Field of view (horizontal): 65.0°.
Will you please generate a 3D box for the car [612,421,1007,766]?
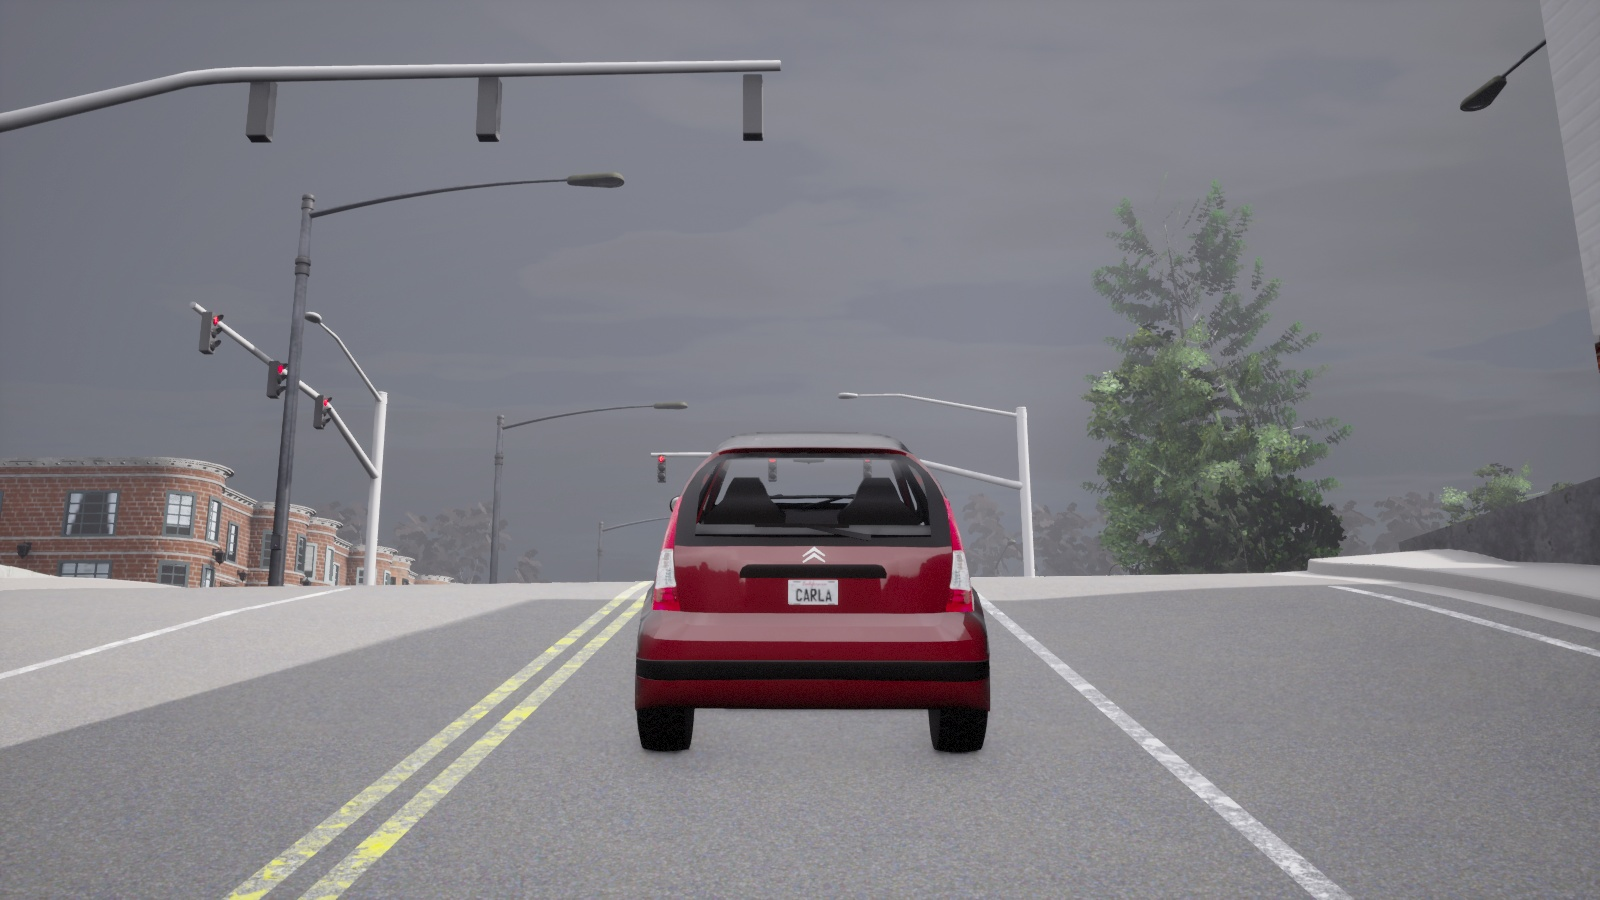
[{"bbox_3d":[0.049,0.677,7.903,1.851,1.617,3.988,0,0,0],"label":"car"}]
